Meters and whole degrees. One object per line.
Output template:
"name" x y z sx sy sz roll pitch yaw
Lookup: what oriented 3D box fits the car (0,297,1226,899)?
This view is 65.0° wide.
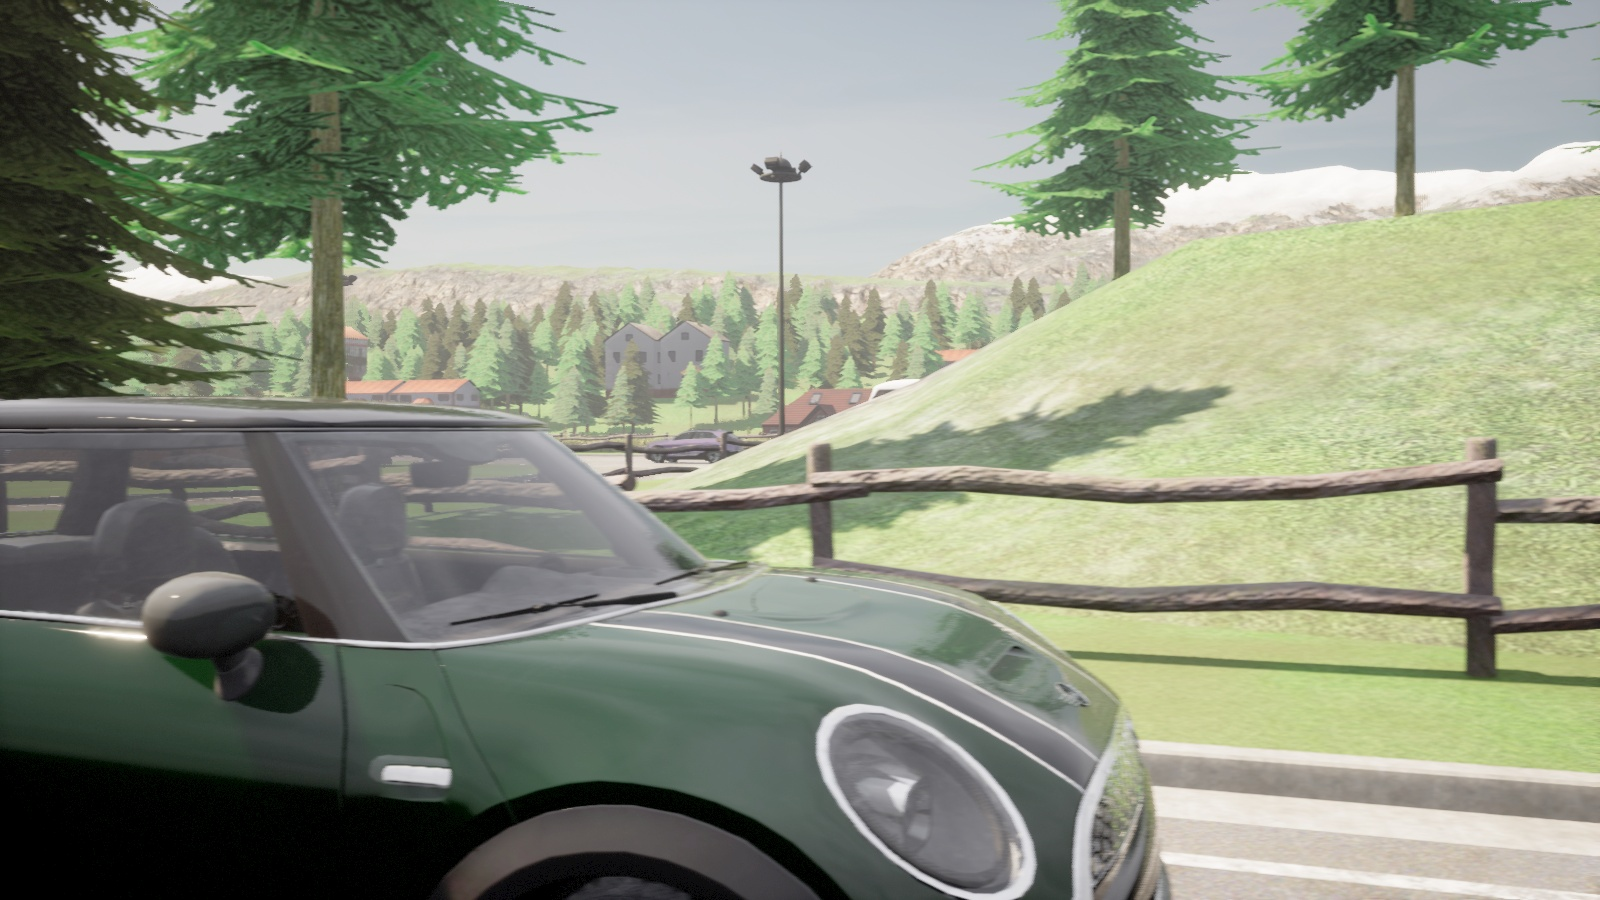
"car" -1.196 0.623 3.593 4.553 1.767 2.097 1 1 19

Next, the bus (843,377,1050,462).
"bus" 7.787 -1.587 66.610 10.273 4.253 3.944 1 1 18

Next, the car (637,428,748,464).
"car" -5.110 -0.222 59.917 4.856 1.649 2.033 1 1 19
